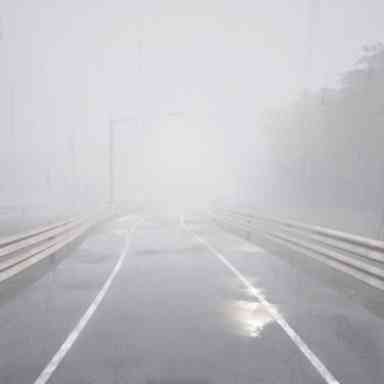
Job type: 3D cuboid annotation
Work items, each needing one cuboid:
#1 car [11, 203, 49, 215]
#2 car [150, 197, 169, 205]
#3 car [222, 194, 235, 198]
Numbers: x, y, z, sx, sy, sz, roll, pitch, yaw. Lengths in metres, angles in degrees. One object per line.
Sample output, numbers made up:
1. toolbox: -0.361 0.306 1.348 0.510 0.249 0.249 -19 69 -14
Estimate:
1. car: -20.868 2.102 43.070 1.812 1.442 4.674 0 1 33
2. car: -6.550 1.684 64.798 1.895 1.301 4.718 0 1 33
3. car: 10.014 1.100 89.934 1.895 1.301 4.718 0 1 33
